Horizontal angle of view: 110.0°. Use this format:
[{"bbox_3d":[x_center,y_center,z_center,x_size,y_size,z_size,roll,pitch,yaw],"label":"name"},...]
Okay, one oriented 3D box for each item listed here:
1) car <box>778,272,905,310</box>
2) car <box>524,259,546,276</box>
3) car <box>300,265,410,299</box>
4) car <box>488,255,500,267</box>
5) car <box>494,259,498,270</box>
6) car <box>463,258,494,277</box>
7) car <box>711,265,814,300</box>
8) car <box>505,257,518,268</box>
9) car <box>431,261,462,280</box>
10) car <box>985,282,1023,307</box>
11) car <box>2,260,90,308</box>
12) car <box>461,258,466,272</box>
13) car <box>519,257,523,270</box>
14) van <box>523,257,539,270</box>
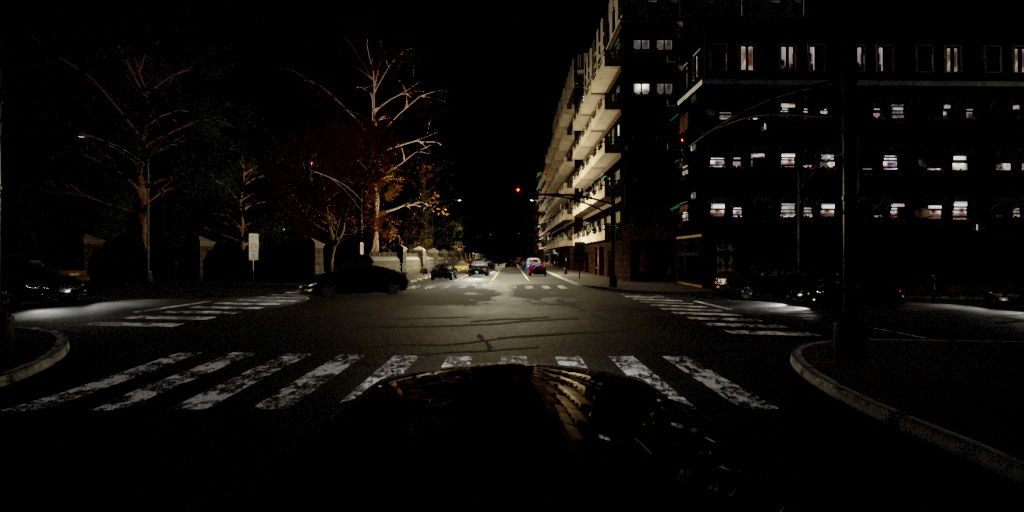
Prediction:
[{"bbox_3d":[15.115,1.623,16.377,4.181,1.385,1.994,1,0,-1],"label":"car"},{"bbox_3d":[2.529,1.314,36.861,1.888,1.381,4.507,0,0,0],"label":"car"},{"bbox_3d":[-7.482,1.185,17.457,4.892,1.490,1.837,2,2,-39],"label":"car"},{"bbox_3d":[-3.296,0.751,65.308,2.150,2.045,5.566,0,0,0],"label":"car"},{"bbox_3d":[-3.314,1.384,49.364,1.895,1.301,4.718,0,0,0],"label":"car"},{"bbox_3d":[-3.258,1.260,35.937,2.128,1.511,4.902,0,0,0],"label":"car"},{"bbox_3d":[13.372,1.353,18.941,5.009,1.841,2.192,0,0,-1],"label":"car"},{"bbox_3d":[-0.181,1.366,61.557,1.994,1.385,4.181,0,0,0],"label":"car"},{"bbox_3d":[-5.825,1.330,31.192,1.948,1.339,4.313,0,0,0],"label":"car"},{"bbox_3d":[24.952,1.764,16.523,4.674,1.442,1.812,1,0,-1],"label":"car"},{"bbox_3d":[-18.207,0.954,12.704,4.892,1.490,1.837,1,0,-1],"label":"car"},{"bbox_3d":[-5.876,1.300,42.283,1.751,1.417,4.829,0,0,0],"label":"car"},{"bbox_3d":[2.450,1.229,53.752,1.967,1.591,4.097,0,0,0],"label":"car"},{"bbox_3d":[2.503,1.115,42.492,1.690,1.789,3.998,0,0,0],"label":"van"}]
